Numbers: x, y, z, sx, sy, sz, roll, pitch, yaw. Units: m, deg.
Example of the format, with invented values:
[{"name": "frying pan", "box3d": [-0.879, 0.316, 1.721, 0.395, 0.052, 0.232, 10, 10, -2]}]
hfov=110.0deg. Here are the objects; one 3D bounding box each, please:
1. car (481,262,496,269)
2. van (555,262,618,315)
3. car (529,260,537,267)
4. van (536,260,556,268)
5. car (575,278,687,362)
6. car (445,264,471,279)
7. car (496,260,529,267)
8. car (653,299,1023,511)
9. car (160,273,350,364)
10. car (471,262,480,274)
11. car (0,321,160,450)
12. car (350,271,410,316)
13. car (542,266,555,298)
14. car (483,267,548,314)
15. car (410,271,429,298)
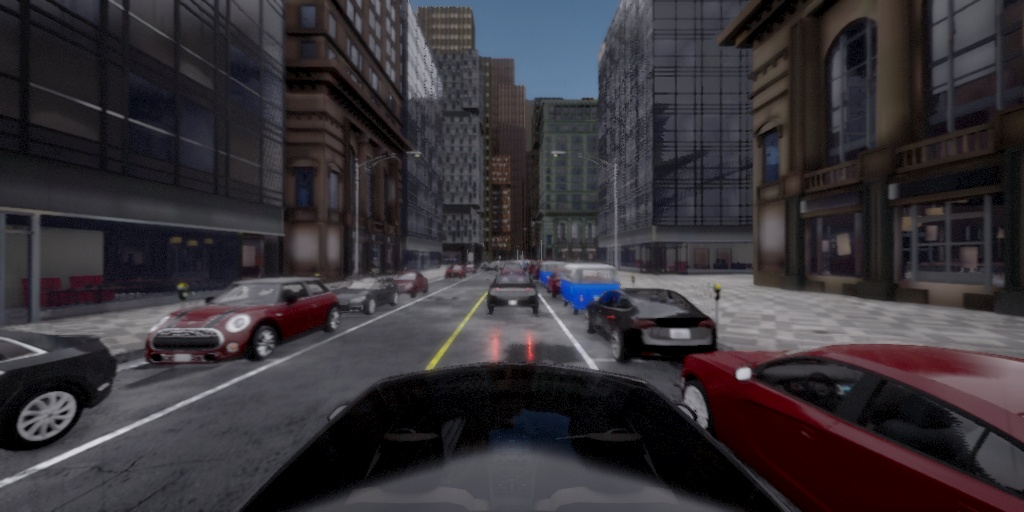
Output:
[{"name": "car", "box3d": [-3.073, 1.687, 53.645, 1.837, 1.490, 4.892, 0, 0, 0]}, {"name": "van", "box3d": [2.859, 1.194, 13.813, 1.690, 1.789, 3.998, 0, 0, 0]}, {"name": "car", "box3d": [2.864, 1.314, 30.758, 2.192, 1.841, 5.009, 0, 0, 0]}, {"name": "van", "box3d": [2.862, 1.292, 25.109, 1.690, 1.789, 3.998, 0, 0, 0]}, {"name": "car", "box3d": [2.858, 1.371, 8.165, 1.948, 1.339, 4.313, 0, 0, 0]}, {"name": "car", "box3d": [-5.660, 1.592, 36.407, 1.888, 1.381, 4.507, 0, 0, 0]}, {"name": "car", "box3d": [0.052, 1.338, 29.193, 2.097, 1.767, 4.553, 0, -1, 0]}, {"name": "car", "box3d": [2.857, 1.302, 2.516, 1.888, 1.381, 4.507, 0, 0, 0]}, {"name": "car", "box3d": [-5.667, 1.245, 8.163, 1.967, 1.591, 4.097, 0, 0, 0]}, {"name": "car", "box3d": [-5.657, 1.719, 47.705, 1.802, 1.307, 4.207, 0, 0, 0]}, {"name": "car", "box3d": [-5.668, 1.307, 2.514, 2.007, 1.370, 4.403, 0, 0, 0]}, {"name": "car", "box3d": [-5.666, 1.404, 13.812, 2.007, 1.370, 4.403, 0, 0, 0]}, {"name": "car", "box3d": [2.861, 1.447, 19.461, 1.888, 1.381, 4.507, 0, 0, 0]}, {"name": "car", "box3d": [0.050, 1.350, 14.266, 2.128, 1.511, 4.902, 0, 0, 1]}, {"name": "car", "box3d": [-5.664, 1.485, 19.460, 1.802, 1.307, 4.207, 0, 0, 0]}]
